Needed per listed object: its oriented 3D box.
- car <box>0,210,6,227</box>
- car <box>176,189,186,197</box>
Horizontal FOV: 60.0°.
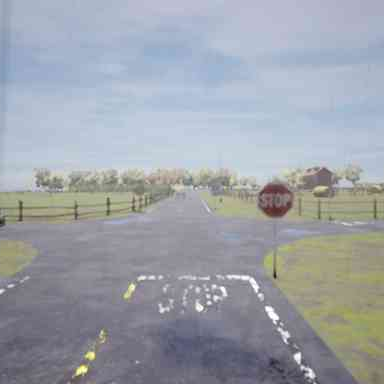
[{"bbox_3d":[-12.728,1.115,17.155,5.566,2.045,2.150,1,0,0],"label":"car"},{"bbox_3d":[-2.288,0.167,69.030,1.812,1.442,4.674,0,1,0],"label":"car"}]
